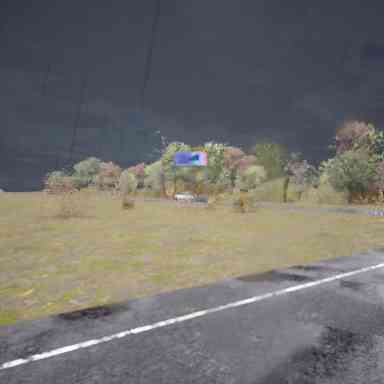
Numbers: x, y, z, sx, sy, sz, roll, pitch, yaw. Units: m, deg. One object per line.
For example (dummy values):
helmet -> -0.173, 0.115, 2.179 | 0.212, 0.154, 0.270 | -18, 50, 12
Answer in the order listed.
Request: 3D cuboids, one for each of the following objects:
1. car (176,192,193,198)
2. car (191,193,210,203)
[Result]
car -> -1.505, 0.955, 71.526 | 2.150, 2.045, 5.566 | 0, 0, -34
car -> 2.508, 1.407, 65.592 | 2.033, 1.411, 5.357 | 0, 0, -33
